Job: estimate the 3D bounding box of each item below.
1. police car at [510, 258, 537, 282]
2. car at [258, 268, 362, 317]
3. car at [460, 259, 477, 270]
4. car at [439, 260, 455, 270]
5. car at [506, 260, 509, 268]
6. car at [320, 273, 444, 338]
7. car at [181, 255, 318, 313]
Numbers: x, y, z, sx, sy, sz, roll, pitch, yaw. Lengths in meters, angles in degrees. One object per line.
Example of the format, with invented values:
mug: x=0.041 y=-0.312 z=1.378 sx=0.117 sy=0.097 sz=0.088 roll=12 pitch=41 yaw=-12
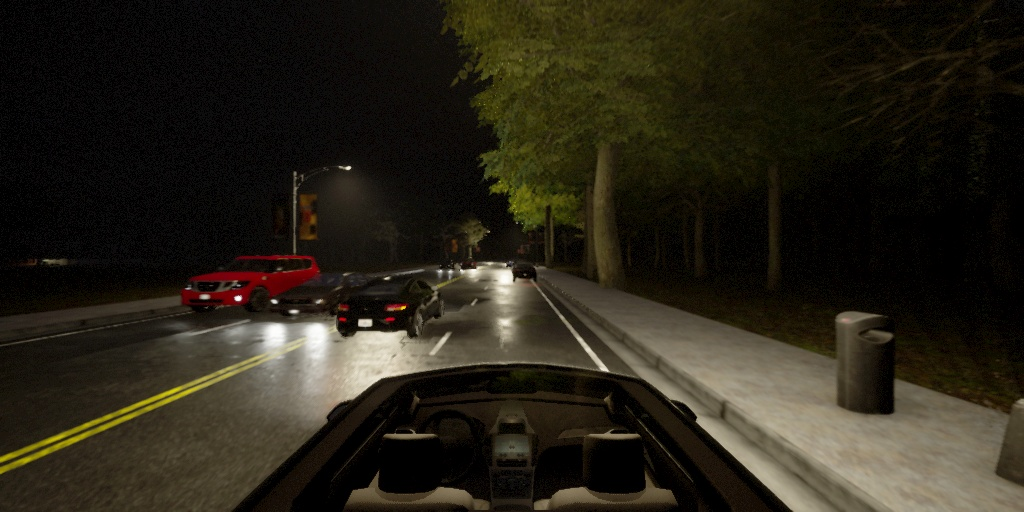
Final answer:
police car: x=0.972 y=1.199 z=29.079 sx=1.930 sy=1.638 sz=5.238 roll=0 pitch=0 yaw=0
car: x=-6.602 y=1.300 z=13.530 sx=2.033 sy=1.411 sz=5.357 roll=0 pitch=0 yaw=0
car: x=-6.567 y=1.189 z=54.603 sx=2.097 sy=1.767 sz=4.553 roll=0 pitch=0 yaw=0
car: x=-9.819 y=1.343 z=54.484 sx=1.837 sy=1.490 sz=4.892 roll=0 pitch=0 yaw=0
car: x=-0.005 y=1.424 z=62.313 sx=1.994 sy=1.385 sz=4.181 roll=0 pitch=0 yaw=0
car: x=-3.165 y=1.276 z=10.019 sx=1.812 sy=1.442 sz=4.674 roll=0 pitch=0 yaw=0
car: x=-9.851 y=0.979 z=14.273 sx=2.150 sy=2.045 sz=5.566 roll=0 pitch=0 yaw=0
